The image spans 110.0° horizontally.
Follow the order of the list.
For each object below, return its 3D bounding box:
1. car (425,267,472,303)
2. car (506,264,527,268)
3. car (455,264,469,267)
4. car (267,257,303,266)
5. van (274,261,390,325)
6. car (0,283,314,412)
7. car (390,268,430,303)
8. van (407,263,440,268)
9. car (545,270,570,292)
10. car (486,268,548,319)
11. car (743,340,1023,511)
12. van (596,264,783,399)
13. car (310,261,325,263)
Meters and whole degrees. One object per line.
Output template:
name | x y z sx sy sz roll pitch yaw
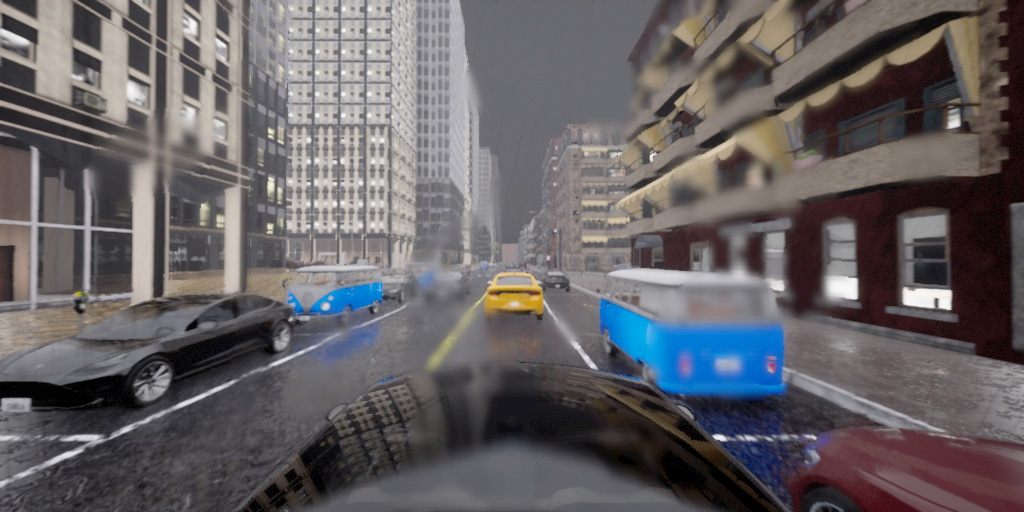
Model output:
car | -3.104 1.462 18.269 1.812 1.442 4.674 0 -1 0
car | 0.090 1.611 29.366 2.033 1.411 5.357 0 -1 0
car | -5.701 1.628 40.185 1.967 1.591 4.097 0 0 0
car | -32.308 1.040 50.925 5.009 1.841 2.192 0 0 0
van | -5.693 1.205 11.944 1.690 1.789 3.998 0 0 0
car | -5.691 1.367 6.295 1.948 1.339 4.313 0 0 0
car | -5.694 1.479 17.592 2.007 1.370 4.403 0 0 0
van | -5.695 1.333 23.240 1.690 1.789 3.998 0 0 0
car | 2.685 1.544 23.242 2.007 1.370 4.403 0 0 0
car | 0.088 1.359 13.468 1.882 1.535 5.008 0 -1 0
car | 2.691 1.320 0.649 1.802 1.307 4.207 0 0 0
van | 2.690 1.142 6.298 1.690 1.789 3.998 0 0 0
car | -26.734 1.415 50.938 4.207 1.307 1.802 0 0 0
